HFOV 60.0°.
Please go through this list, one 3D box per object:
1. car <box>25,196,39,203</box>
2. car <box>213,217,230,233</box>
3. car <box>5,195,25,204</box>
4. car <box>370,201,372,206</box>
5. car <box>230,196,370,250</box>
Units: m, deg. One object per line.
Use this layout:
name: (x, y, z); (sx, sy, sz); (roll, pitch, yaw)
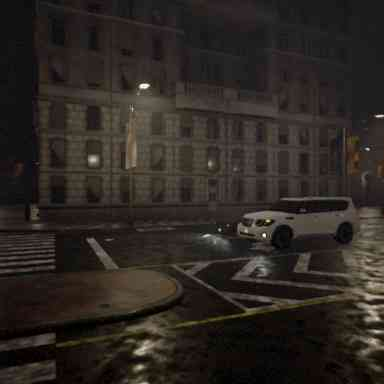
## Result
car: (-31.031, 1.541, 68.461); (2.033, 1.411, 5.357); (0, 0, 19)
car: (3.867, 1.547, 17.987); (5.357, 1.411, 2.033); (0, 0, -23)
car: (-35.111, 1.356, 66.665); (2.097, 1.767, 4.553); (0, 0, 15)
car: (25.118, 1.504, 51.068); (1.837, 1.490, 4.892); (0, 0, -23)
car: (4.741, 1.221, 14.557); (5.566, 2.045, 2.150); (0, 0, -23)
